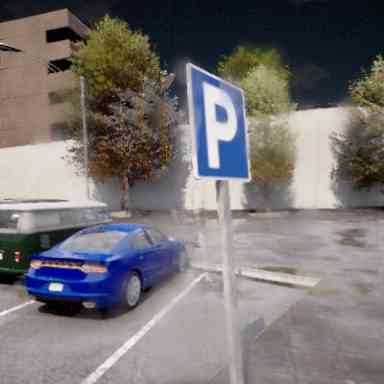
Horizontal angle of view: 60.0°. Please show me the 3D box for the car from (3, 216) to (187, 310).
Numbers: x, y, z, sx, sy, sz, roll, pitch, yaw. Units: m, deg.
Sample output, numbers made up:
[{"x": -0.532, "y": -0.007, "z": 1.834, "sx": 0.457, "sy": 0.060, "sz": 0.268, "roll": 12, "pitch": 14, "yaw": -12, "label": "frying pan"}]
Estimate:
[{"x": -1.606, "y": 1.508, "z": 8.059, "sx": 2.097, "sy": 1.535, "sz": 5.008, "roll": 0, "pitch": -1, "yaw": 17, "label": "car"}]

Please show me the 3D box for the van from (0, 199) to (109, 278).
[{"x": -3.971, "y": 1.288, "z": 9.974, "sx": 1.878, "sy": 1.987, "sz": 4.442, "roll": 0, "pitch": -1, "yaw": 17, "label": "van"}]
